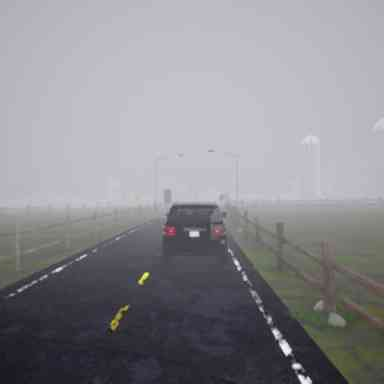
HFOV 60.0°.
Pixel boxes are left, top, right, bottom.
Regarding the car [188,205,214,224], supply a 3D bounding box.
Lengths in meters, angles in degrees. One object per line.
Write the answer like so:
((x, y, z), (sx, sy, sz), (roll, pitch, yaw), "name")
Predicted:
((0.819, 1.848, 28.308), (1.994, 1.385, 4.181), (0, 0, 3), "car")

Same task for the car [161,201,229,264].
((0.153, 1.353, 12.535), (2.150, 2.045, 5.566), (0, 0, 2), "car")

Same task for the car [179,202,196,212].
((-0.552, 2.067, 47.194), (1.895, 1.301, 4.718), (0, -1, 6), "car")
